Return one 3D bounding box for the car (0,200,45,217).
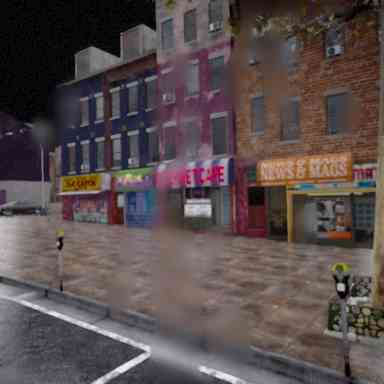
[{"bbox_3d":[-16.724,1.574,32.056,1.837,1.490,4.892,-2,-1,36],"label":"car"}]
